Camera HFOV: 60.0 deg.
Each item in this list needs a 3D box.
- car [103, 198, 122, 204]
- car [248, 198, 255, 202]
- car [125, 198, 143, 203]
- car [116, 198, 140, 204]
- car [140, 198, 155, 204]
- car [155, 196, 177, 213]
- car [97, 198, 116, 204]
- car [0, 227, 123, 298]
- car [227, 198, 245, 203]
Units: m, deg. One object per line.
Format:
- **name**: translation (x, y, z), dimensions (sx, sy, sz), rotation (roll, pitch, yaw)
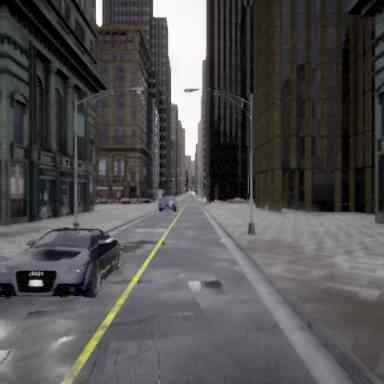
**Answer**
- **car**: translation (-20.976, 2.320, 87.802), dimensions (4.313, 1.339, 1.947), rotation (0, 1, 0)
- **car**: translation (17.085, 2.186, 87.919), dimensions (4.507, 1.381, 1.887), rotation (0, 0, 0)
- **car**: translation (-15.306, 2.285, 87.820), dimensions (4.403, 1.369, 2.008), rotation (0, 1, 0)
- **car**: translation (-15.310, 2.226, 79.294), dimensions (4.097, 1.590, 1.967), rotation (0, 1, 0)
- **car**: translation (-11.374, 2.255, 82.071), dimensions (4.892, 1.490, 1.837), rotation (0, 0, 0)
- **car**: translation (-3.083, 1.577, 43.377), dimensions (2.150, 2.045, 5.566), rotation (0, 0, 0)
- **car**: translation (-20.980, 2.358, 79.278), dimensions (4.403, 1.369, 2.008), rotation (0, 1, 0)
- **car**: translation (-3.098, 1.634, 8.590), dimensions (1.994, 1.385, 4.181), rotation (0, 0, 0)
- **car**: translation (11.614, 2.179, 87.902), dimensions (4.829, 1.417, 1.752), rotation (0, 0, 0)
